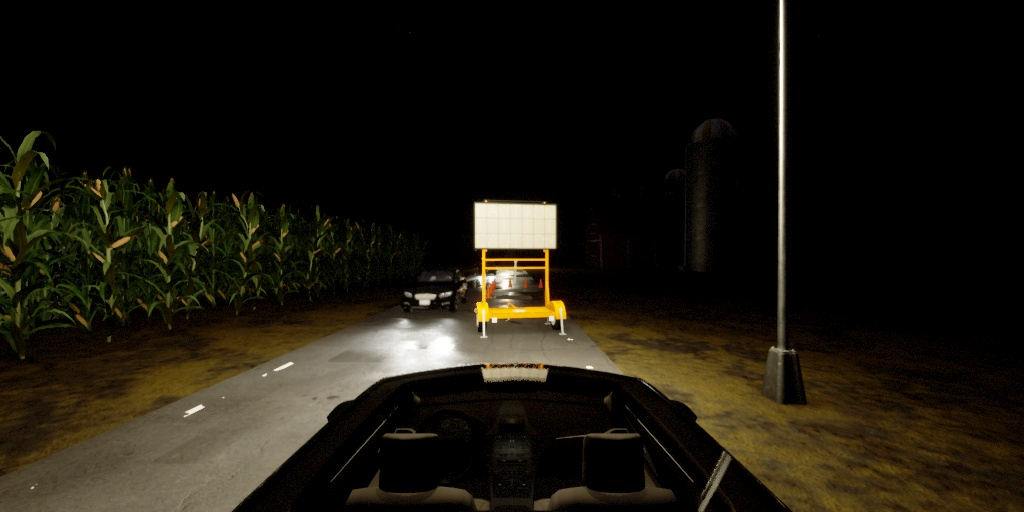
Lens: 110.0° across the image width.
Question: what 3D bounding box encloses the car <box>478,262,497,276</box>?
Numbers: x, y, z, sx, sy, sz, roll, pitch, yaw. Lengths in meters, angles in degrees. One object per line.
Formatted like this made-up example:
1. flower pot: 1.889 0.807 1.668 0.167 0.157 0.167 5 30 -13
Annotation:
1. car: -2.665 1.361 39.610 2.128 1.511 4.902 0 0 0

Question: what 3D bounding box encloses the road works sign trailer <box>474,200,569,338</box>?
1. road works sign trailer: 0.079 0.218 10.310 2.380 3.560 2.880 0 0 -9

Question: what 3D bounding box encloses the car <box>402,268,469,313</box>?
1. car: -2.818 1.251 14.055 2.128 1.511 4.902 0 0 0
